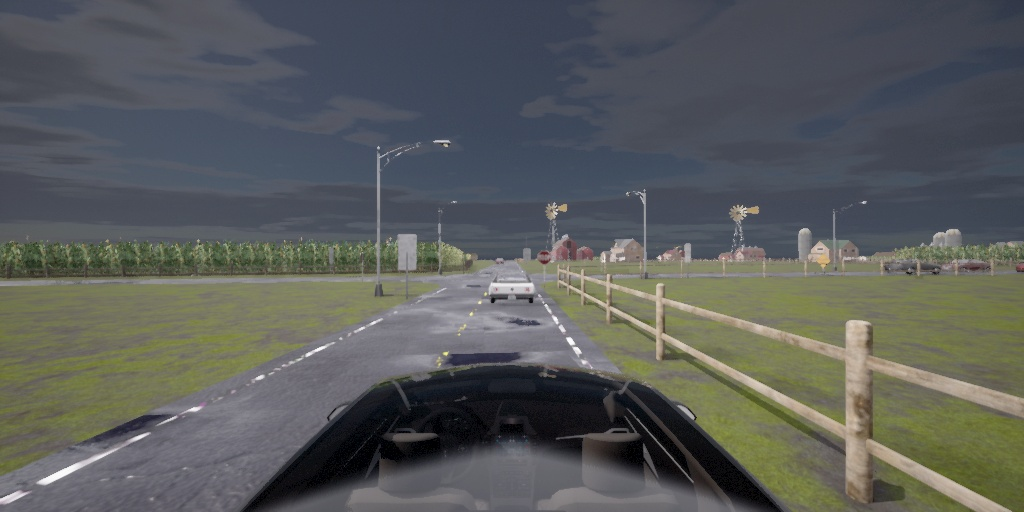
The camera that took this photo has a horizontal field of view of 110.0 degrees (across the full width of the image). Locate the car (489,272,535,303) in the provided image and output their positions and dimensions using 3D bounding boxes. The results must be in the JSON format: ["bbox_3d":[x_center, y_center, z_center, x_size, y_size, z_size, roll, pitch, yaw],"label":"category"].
[{"bbox_3d":[-0.001,1.374,16.525,1.895,1.301,4.718,0,0,0],"label":"car"}]

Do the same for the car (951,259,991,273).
[{"bbox_3d":[49.674,1.093,39.312,4.674,1.442,1.812,0,0,-5],"label":"car"}]

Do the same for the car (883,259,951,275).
[{"bbox_3d":[39.936,1.052,35.740,4.902,1.511,2.128,0,0,-5],"label":"car"}]

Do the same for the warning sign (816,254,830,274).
[{"bbox_3d":[28.086,0.713,32.291,1.060,1.860,1.300,0,0,-5],"label":"warning sign"}]
